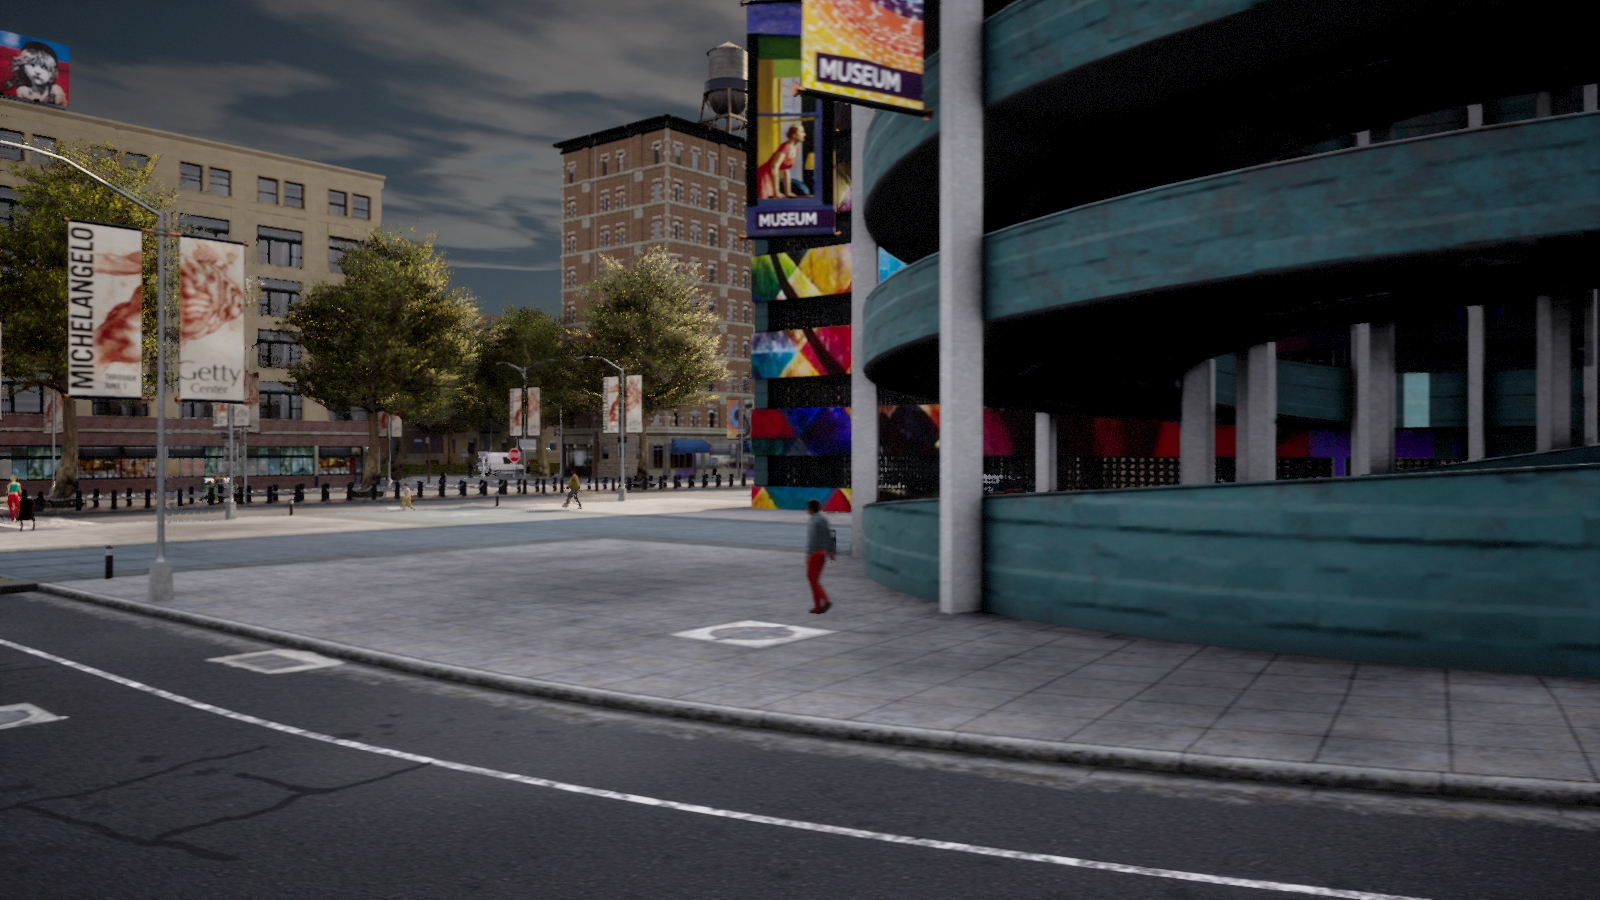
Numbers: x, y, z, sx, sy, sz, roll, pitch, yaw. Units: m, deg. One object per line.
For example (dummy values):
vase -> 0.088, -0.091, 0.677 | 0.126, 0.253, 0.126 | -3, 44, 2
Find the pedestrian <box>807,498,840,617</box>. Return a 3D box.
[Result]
pedestrian -> 0.369, 1.701, 18.251 | 0.375, 1.860, 0.375 | 0, 0, 39

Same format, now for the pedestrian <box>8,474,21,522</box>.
pedestrian -> -30.575, 1.857, 44.462 | 0.375, 1.860, 0.375 | 0, 0, -45

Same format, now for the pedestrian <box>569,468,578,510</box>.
pedestrian -> -9.964, 1.709, 50.325 | 0.375, 1.860, 0.375 | 0, 0, -11

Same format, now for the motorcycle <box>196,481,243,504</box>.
motorcycle -> -30.599, 2.227, 60.252 | 0.803, 1.145, 2.033 | 0, 0, 39

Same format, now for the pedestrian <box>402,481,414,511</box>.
pedestrian -> -17.050, 1.988, 49.719 | 0.375, 1.300, 0.375 | 0, 0, 40
